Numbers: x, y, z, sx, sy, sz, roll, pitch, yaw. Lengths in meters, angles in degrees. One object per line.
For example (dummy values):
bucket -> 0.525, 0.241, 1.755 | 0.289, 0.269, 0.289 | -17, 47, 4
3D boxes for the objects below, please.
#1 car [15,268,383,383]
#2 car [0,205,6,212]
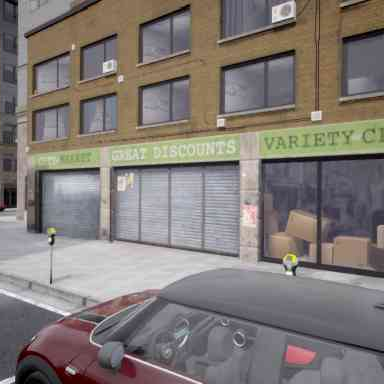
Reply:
car -> 0.224, 1.440, 2.905 | 4.097, 1.590, 1.967 | 0, 1, 35
car -> -19.460, 1.457, 29.773 | 1.895, 1.301, 4.718 | 1, 1, 34
